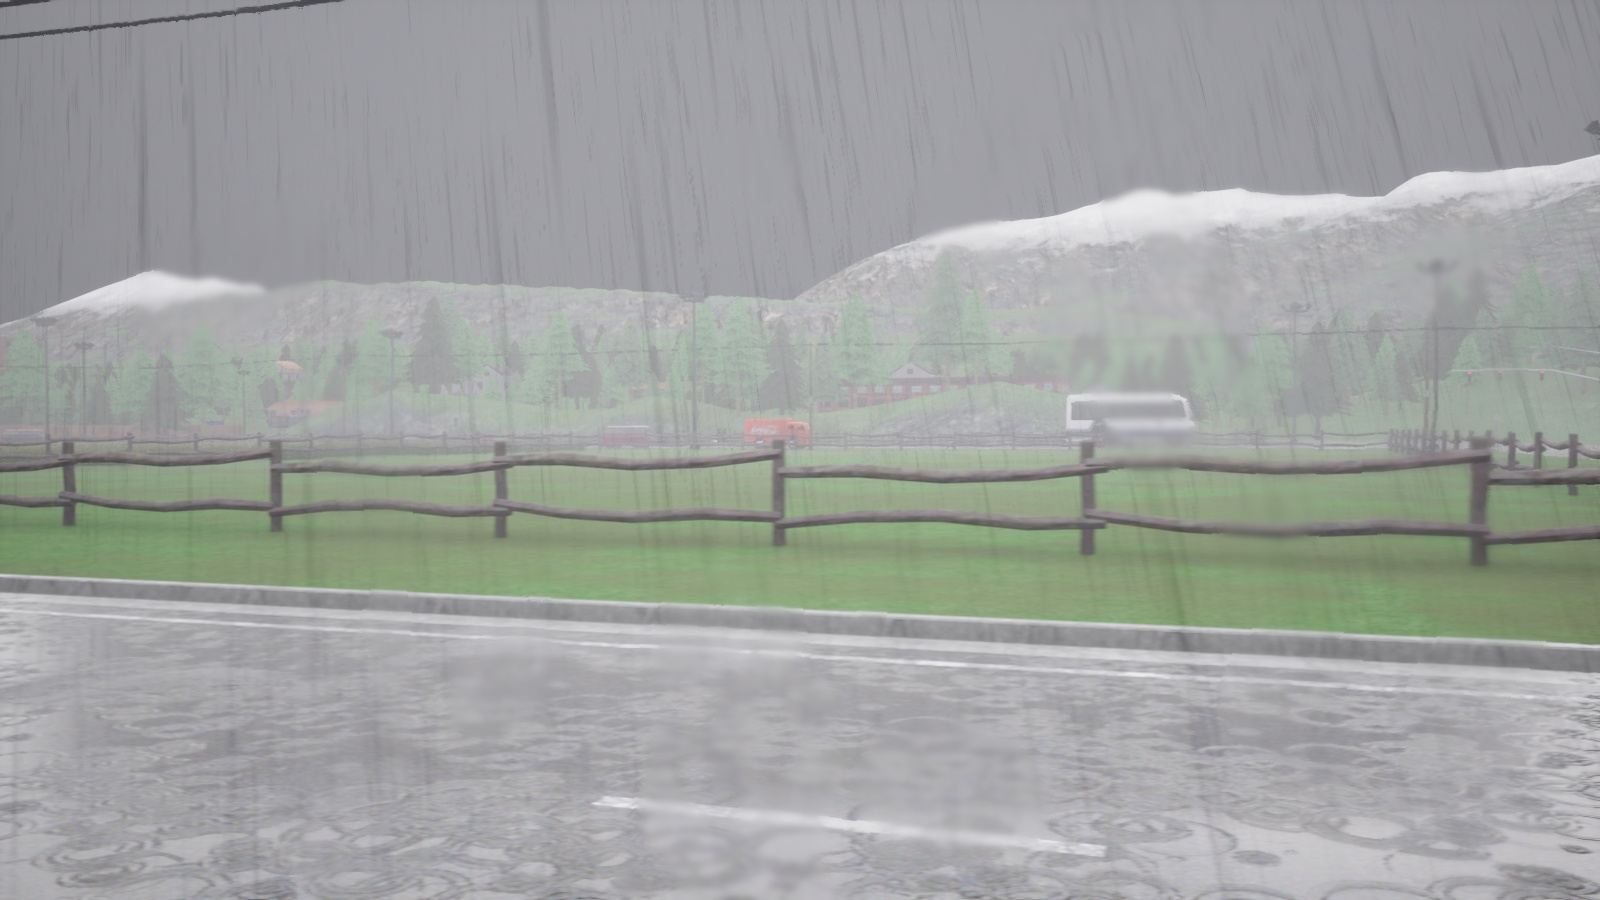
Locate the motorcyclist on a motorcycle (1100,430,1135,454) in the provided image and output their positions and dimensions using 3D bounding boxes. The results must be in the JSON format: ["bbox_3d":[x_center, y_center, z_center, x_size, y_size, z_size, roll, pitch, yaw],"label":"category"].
[{"bbox_3d":[22.829,-0.584,90.309,2.350,1.649,0.766,1,1,18],"label":"motorcyclist on a motorcycle"}]

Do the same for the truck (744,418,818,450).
[{"bbox_3d":[-1.496,-1.241,98.362,5.204,2.467,2.627,1,1,18],"label":"truck"}]
